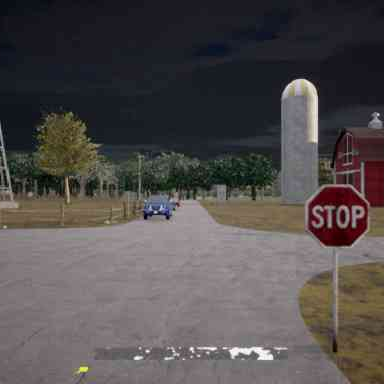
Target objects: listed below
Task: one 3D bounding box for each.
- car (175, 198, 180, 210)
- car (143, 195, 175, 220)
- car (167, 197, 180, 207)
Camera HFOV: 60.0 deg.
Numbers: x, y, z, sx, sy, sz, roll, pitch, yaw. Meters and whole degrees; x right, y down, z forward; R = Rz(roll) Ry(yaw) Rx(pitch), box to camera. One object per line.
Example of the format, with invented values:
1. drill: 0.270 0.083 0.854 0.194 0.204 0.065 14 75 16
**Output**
1. car: -2.956 1.647 41.278 2.033 1.411 5.357 0 0 0
2. car: -2.919 1.272 29.337 2.150 2.045 5.566 0 0 0
3. car: -2.971 1.666 55.084 1.882 1.535 5.008 0 -1 0
